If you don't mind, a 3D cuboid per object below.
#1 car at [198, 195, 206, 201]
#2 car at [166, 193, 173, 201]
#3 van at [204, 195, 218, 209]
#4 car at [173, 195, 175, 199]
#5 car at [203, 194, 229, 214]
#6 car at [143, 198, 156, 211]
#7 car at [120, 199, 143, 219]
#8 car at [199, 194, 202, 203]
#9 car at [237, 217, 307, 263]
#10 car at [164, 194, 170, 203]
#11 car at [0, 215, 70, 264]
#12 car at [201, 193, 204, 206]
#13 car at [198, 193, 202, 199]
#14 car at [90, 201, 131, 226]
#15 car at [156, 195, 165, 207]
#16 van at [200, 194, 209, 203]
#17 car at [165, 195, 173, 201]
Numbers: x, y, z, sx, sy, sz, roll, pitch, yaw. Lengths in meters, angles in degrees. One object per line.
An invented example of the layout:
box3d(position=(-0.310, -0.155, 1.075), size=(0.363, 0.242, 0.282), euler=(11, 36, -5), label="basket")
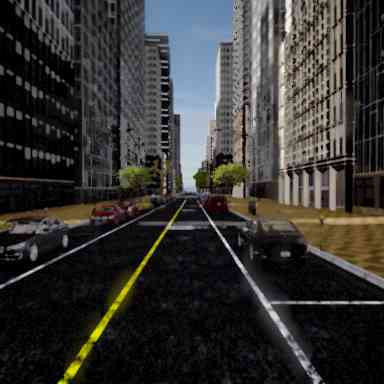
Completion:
box3d(position=(2.525, 1.478, 85.567), size=(2.008, 1.369, 4.403), euler=(-1, 0, 0), label="car")
box3d(position=(-5.836, 1.378, 74.184), size=(1.967, 1.590, 4.097), euler=(-1, 0, 0), label="car")
box3d(position=(2.596, 1.306, 45.781), size=(1.690, 1.788, 3.998), euler=(-1, 0, 0), label="van")
box3d(position=(-5.848, 1.248, 79.867), size=(2.192, 1.841, 5.009), euler=(-1, 0, 0), label="car")
box3d(position=(2.617, 1.289, 34.414), size=(2.192, 1.841, 5.009), euler=(-1, 0, 0), label="car")
box3d(position=(-5.771, 1.495, 39.912), size=(1.752, 1.417, 4.829), euler=(-1, 0, 0), label="car")
box3d(position=(-5.752, 1.418, 28.714), size=(1.967, 1.590, 4.097), euler=(-1, 0, 0), label="car")
box3d(position=(2.587, 1.400, 51.465), size=(1.967, 1.590, 4.097), euler=(-1, 0, 0), label="car")
box3d(position=(2.661, 1.542, 11.679), size=(2.008, 1.369, 4.403), euler=(-1, 0, 0), label="car")
box3d(position=(-5.814, 1.500, 62.817), size=(2.008, 1.369, 4.403), euler=(-1, 0, 0), label="car")
box3d(position=(-5.719, 1.542, 11.663), size=(2.008, 1.369, 4.403), euler=(-1, 0, 0), label="car")
box3d(position=(2.606, 1.285, 40.098), size=(2.192, 1.841, 5.009), euler=(-1, 0, 0), label="car")
box3d(position=(2.565, 1.390, 62.832), size=(1.967, 1.590, 4.097), euler=(-1, 0, 0), label="car")
box3d(position=(-5.740, 1.564, 23.031), size=(1.802, 1.307, 4.206), euler=(-1, 0, 0), label="car")
box3d(position=(-5.793, 1.525, 51.449), size=(1.947, 1.339, 4.313), euler=(-1, 0, 0), label="car")
box3d(position=(2.554, 1.285, 68.515), size=(1.690, 1.788, 3.998), euler=(-1, 0, 0), label="van")
box3d(position=(-5.856, 1.509, 85.551), size=(1.802, 1.307, 4.206), euler=(-1, 0, 0), label="car")
